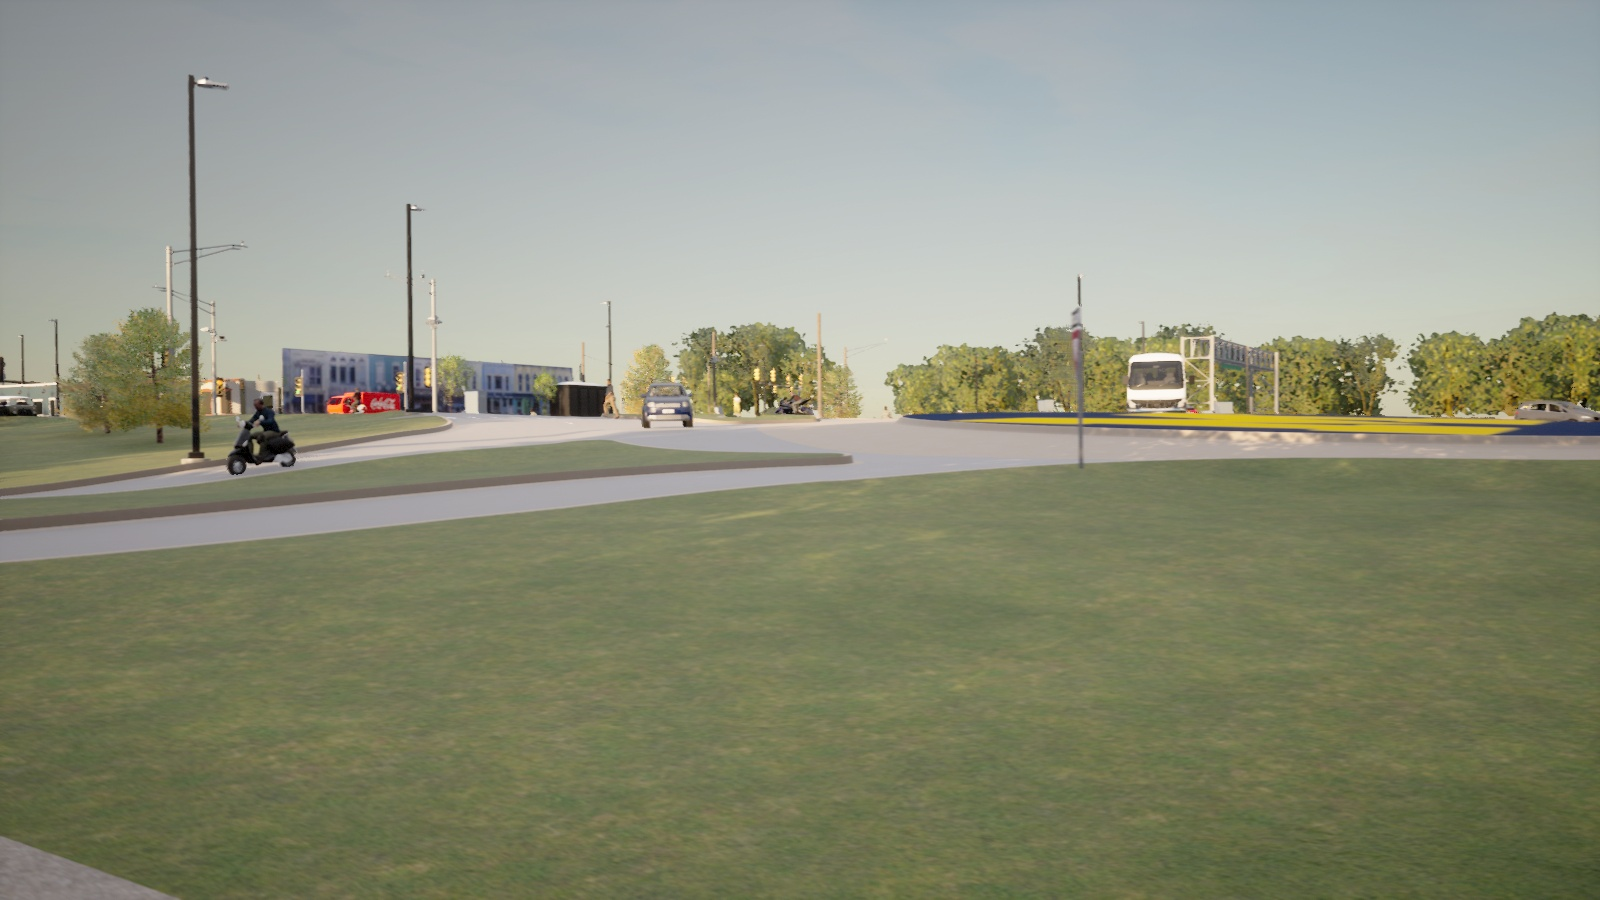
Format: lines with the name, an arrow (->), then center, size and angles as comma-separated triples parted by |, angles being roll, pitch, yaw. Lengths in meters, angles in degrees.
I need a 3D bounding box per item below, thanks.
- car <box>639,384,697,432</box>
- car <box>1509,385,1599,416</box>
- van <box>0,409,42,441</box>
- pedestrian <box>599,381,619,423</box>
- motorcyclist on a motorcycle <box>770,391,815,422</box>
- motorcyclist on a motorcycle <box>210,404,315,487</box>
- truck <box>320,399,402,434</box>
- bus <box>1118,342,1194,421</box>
car -> -4.592, -1.447, 43.294 | 1.789, 1.549, 3.705 | -2, 2, -8
car -> 42.415, -2.727, 70.008 | 2.242, 1.667, 4.611 | -1, 2, -23
van -> -52.887, -1.642, 83.857 | 4.480, 2.038, 2.069 | -2, 0, 32
pedestrian -> -8.607, -2.159, 56.629 | 0.694, 1.848, 0.540 | -2, 0, -30
motorcyclist on a motorcycle -> -0.406, -2.265, 65.690 | 2.191, 1.530, 0.866 | 0, 1, 32
motorcyclist on a motorcycle -> -11.672, -0.111, 27.327 | 0.866, 1.590, 1.817 | -2, 6, 27
truck -> -32.571, -2.450, 93.361 | 2.627, 2.467, 5.204 | -2, 0, 32
bus -> 21.335, -3.984, 75.472 | 3.944, 4.253, 10.273 | -2, 1, 15
